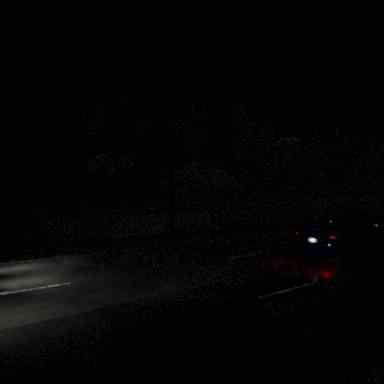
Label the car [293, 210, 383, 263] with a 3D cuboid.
[{"bbox_3d":[5.571,1.543,12.031,4.181,1.385,1.994,0,0,-36],"label":"car"}]

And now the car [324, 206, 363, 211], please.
[{"bbox_3d":[8.649,1.494,18.533,4.674,1.442,1.812,0,0,-36],"label":"car"}]
